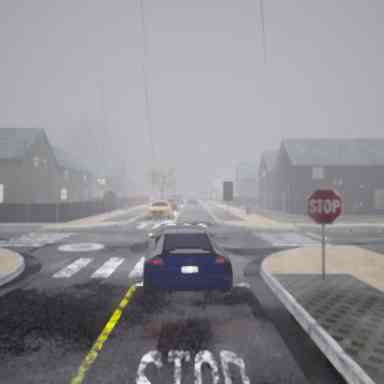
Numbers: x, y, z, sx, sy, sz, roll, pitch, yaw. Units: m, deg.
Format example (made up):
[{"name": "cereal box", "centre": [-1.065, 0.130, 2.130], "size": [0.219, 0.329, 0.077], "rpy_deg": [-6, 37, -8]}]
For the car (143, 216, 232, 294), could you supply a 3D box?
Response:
[{"name": "car", "centre": [-0.249, 1.562, 8.851], "size": [1.994, 1.385, 4.181], "rpy_deg": [0, 0, -6]}]

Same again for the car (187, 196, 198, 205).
[{"name": "car", "centre": [0.074, 1.726, 60.119], "size": [1.994, 1.385, 4.181], "rpy_deg": [0, 0, 1]}]

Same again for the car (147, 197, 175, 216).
[{"name": "car", "centre": [-2.838, 1.513, 29.997], "size": [1.882, 1.535, 5.008], "rpy_deg": [0, 0, 0]}]

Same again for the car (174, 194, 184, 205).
[{"name": "car", "centre": [-2.734, 1.395, 63.989], "size": [2.150, 2.045, 5.566], "rpy_deg": [0, 0, 0]}]

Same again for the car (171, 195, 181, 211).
[{"name": "car", "centre": [-2.833, 1.553, 43.010], "size": [1.882, 1.535, 5.008], "rpy_deg": [0, 0, 0]}]

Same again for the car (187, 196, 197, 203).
[{"name": "car", "centre": [0.021, 1.600, 70.099], "size": [2.033, 1.411, 5.357], "rpy_deg": [0, 0, 0]}]
